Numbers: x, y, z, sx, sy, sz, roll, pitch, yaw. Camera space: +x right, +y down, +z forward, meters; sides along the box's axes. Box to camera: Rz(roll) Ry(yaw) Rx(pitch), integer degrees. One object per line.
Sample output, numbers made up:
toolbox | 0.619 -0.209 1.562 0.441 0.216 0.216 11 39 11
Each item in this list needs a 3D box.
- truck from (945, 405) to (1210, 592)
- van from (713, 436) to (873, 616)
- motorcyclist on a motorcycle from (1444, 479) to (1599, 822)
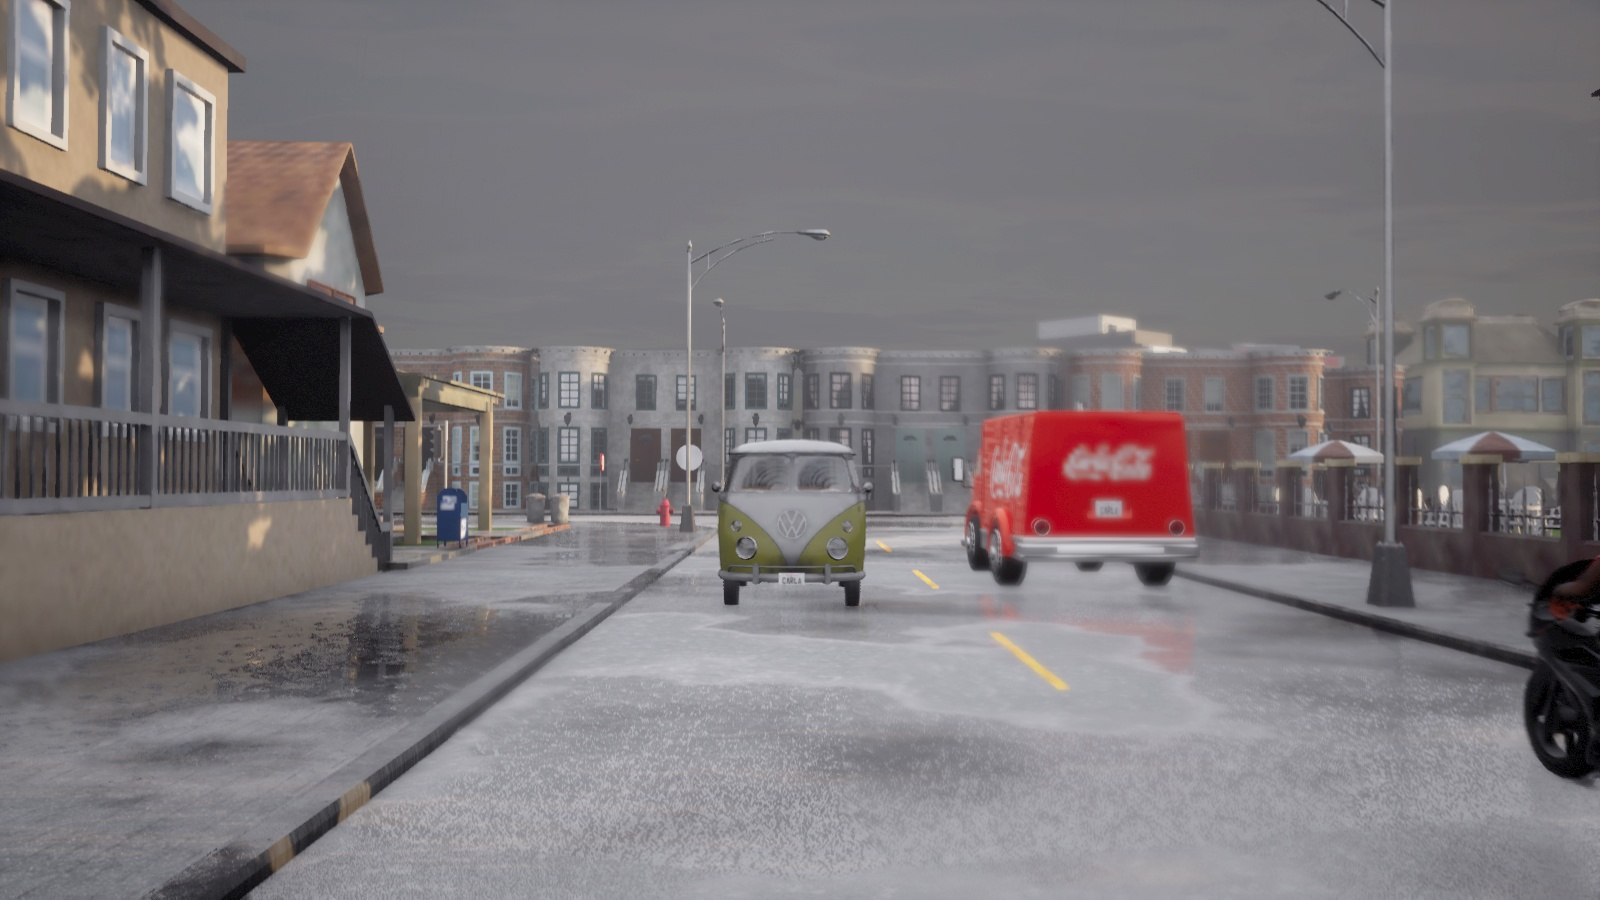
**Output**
truck | 3.983 0.692 19.263 2.627 2.467 5.204 0 -1 -3
van | -0.089 0.889 16.203 1.775 1.987 4.442 0 -1 0
motorcyclist on a motorcycle | 3.962 0.901 5.889 0.797 1.523 2.044 0 -1 -1
